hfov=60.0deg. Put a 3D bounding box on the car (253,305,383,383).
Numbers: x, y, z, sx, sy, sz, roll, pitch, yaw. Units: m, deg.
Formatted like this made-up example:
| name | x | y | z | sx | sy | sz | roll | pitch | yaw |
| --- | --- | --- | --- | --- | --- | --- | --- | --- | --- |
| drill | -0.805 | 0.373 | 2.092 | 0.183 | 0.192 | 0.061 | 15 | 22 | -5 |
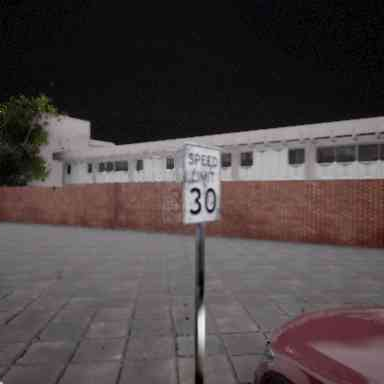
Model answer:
| name | x | y | z | sx | sy | sz | roll | pitch | yaw |
| --- | --- | --- | --- | --- | --- | --- | --- | --- | --- |
| car | 2.211 | 1.409 | 1.494 | 1.812 | 1.442 | 4.674 | -4 | 3 | -26 |
